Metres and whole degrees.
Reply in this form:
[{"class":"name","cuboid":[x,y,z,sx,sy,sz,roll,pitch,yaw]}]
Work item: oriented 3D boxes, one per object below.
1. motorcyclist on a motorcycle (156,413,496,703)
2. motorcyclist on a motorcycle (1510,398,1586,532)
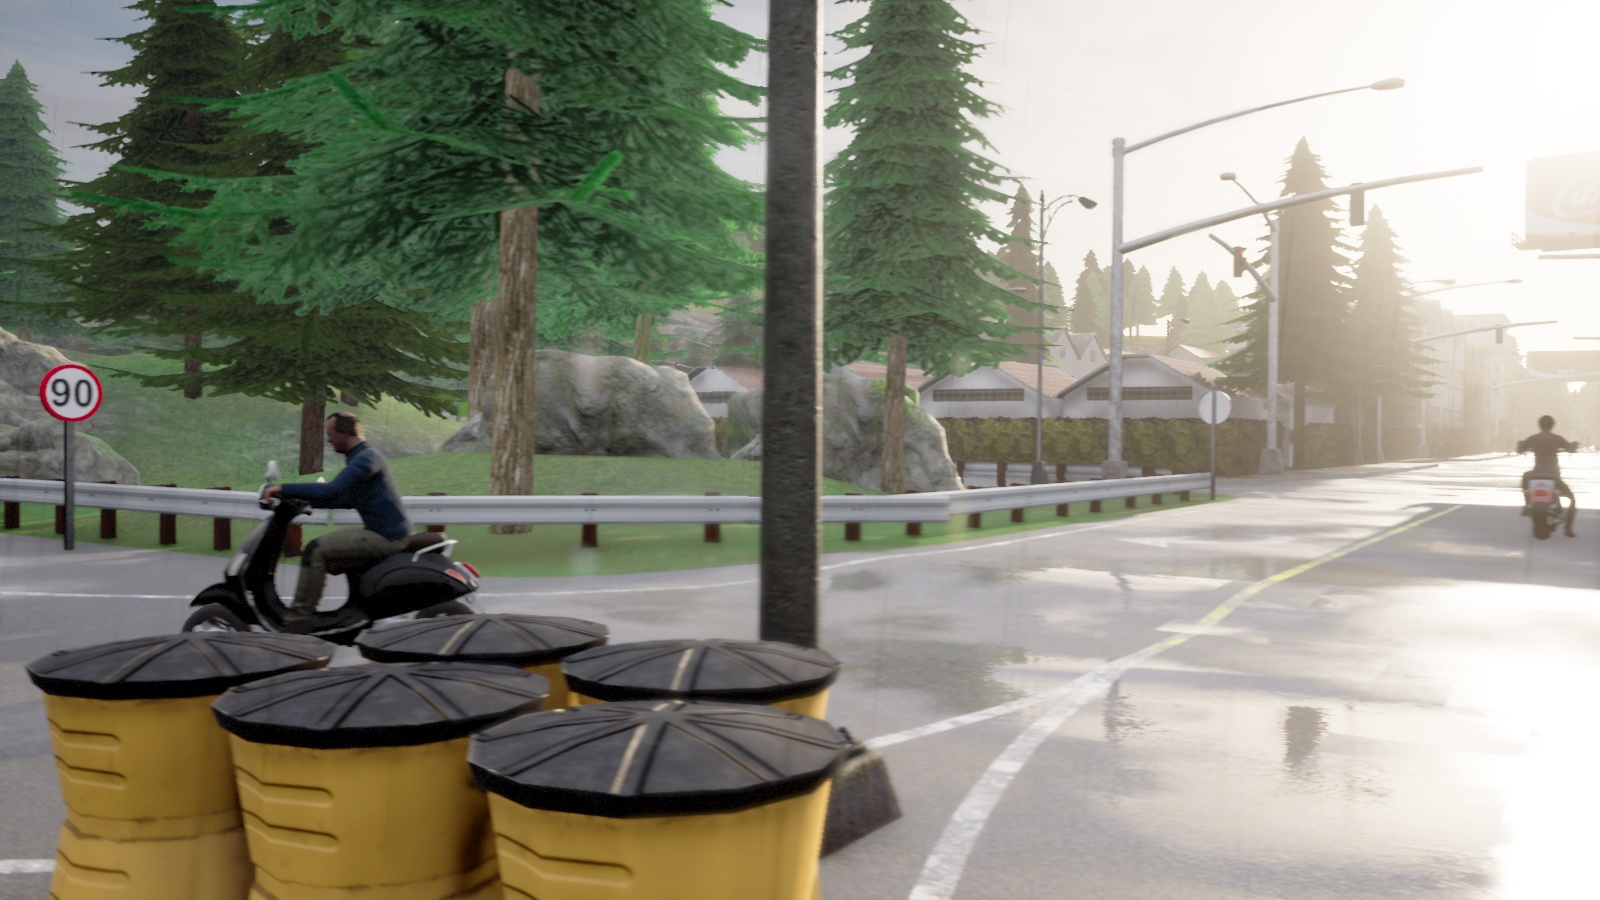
[{"class":"motorcyclist on a motorcycle","cuboid":[-2.778,0.608,7.577,1.817,1.590,0.866,-1,-3,-14]},{"class":"motorcyclist on a motorcycle","cuboid":[9.968,0.168,16.686,0.766,1.649,2.350,0,1,33]}]
